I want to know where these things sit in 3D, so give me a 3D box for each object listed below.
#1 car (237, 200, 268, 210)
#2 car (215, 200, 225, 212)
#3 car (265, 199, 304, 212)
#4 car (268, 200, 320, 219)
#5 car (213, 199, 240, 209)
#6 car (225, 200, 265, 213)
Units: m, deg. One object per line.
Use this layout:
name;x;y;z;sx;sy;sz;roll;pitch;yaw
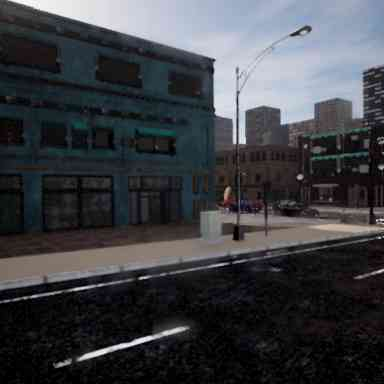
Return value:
car;8.578;1.784;47.127;1.802;1.307;4.206;-2;0;-35
car;1.734;1.756;42.284;1.967;1.590;4.097;-2;0;-35
car;11.774;1.689;42.607;2.008;1.369;4.403;-2;0;-35
car;9.653;1.723;30.886;1.947;1.339;4.313;-2;0;-35
car;5.382;1.846;51.645;1.802;1.307;4.206;-2;0;-35
car;6.399;1.794;40.200;1.994;1.385;4.181;-1;0;-35
